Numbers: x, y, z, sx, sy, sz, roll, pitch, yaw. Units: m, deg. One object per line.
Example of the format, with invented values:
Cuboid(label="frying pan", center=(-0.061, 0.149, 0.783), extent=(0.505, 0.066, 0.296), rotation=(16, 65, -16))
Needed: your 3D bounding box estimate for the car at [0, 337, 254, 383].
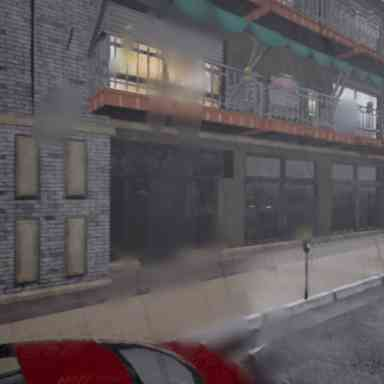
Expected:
Cuboid(label="car", center=(-1.374, 1.580, 1.452), extent=(4.206, 1.307, 1.802), rotation=(-1, 1, -35))
